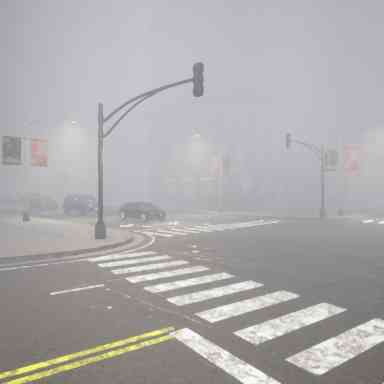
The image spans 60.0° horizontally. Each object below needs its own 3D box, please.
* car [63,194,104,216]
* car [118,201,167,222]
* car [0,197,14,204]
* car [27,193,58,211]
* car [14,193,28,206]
[{"bbox_3d":[-11.017,1.207,33.459,2.150,2.045,5.566,0,0,-45],"label":"car"},{"bbox_3d":[-4.004,1.495,26.430,1.837,1.490,4.892,0,0,-44],"label":"car"},{"bbox_3d":[-33.634,1.531,60.996,1.994,1.385,4.181,0,0,-45],"label":"car"},{"bbox_3d":[-18.112,1.333,40.576,2.097,1.767,4.553,0,0,-45],"label":"car"},{"bbox_3d":[-26.051,1.198,53.403,5.566,2.045,2.150,0,0,45],"label":"car"}]
